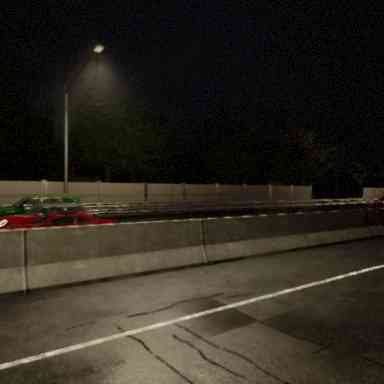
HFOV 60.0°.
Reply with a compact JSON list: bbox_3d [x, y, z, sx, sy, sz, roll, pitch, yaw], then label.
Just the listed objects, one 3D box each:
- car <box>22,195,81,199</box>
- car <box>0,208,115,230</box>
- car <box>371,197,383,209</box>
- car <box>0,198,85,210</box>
[{"bbox_3d":[-8.945,1.227,19.091,5.566,2.045,2.150,0,0,-36],"label":"car"},{"bbox_3d":[-5.252,1.530,13.141,4.674,1.442,1.812,0,0,-35],"label":"car"},{"bbox_3d":[25.425,1.410,43.541,4.553,1.767,2.097,0,0,-35],"label":"car"},{"bbox_3d":[-7.104,1.357,16.120,4.553,1.767,2.097,0,0,-35],"label":"car"}]
